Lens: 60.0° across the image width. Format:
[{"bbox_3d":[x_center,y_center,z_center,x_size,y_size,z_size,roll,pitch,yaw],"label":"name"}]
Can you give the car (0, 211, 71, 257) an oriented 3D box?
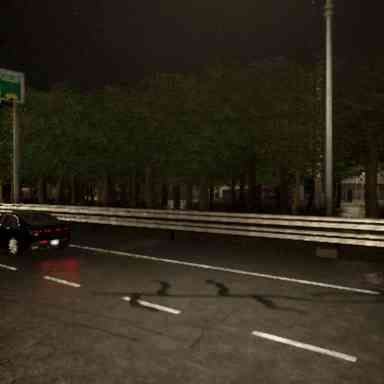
[{"bbox_3d":[-6.745,1.504,12.995,4.892,1.490,1.837,0,0,36],"label":"car"}]
